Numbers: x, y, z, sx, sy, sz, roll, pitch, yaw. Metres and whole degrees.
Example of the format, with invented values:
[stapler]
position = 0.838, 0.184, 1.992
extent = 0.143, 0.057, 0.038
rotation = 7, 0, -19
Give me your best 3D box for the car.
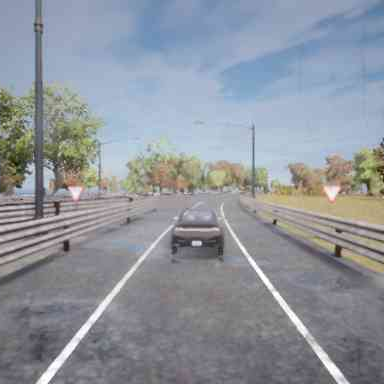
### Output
[car]
position = 0.256, 1.397, 12.957
extent = 2.128, 1.511, 4.902
rotation = 0, 0, 2
